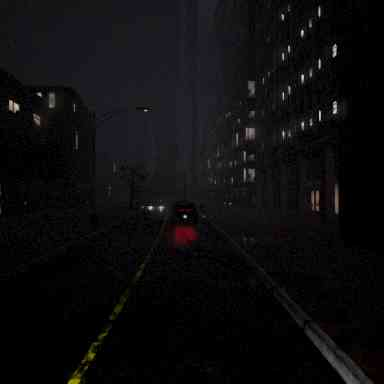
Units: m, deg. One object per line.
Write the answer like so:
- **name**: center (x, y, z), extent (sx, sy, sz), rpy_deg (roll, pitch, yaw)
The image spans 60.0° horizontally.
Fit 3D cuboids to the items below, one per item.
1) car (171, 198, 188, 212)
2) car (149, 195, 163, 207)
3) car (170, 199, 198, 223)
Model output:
- **car**: center (-1.509, 1.513, 39.109), extent (1.812, 1.442, 4.674), rpy_deg (0, 0, -4)
- **car**: center (-5.641, 1.323, 52.155), extent (2.097, 1.767, 4.553), rpy_deg (0, 0, -6)
- **car**: center (-0.596, 1.496, 25.117), extent (1.837, 1.490, 4.892), rpy_deg (0, -2, -3)
